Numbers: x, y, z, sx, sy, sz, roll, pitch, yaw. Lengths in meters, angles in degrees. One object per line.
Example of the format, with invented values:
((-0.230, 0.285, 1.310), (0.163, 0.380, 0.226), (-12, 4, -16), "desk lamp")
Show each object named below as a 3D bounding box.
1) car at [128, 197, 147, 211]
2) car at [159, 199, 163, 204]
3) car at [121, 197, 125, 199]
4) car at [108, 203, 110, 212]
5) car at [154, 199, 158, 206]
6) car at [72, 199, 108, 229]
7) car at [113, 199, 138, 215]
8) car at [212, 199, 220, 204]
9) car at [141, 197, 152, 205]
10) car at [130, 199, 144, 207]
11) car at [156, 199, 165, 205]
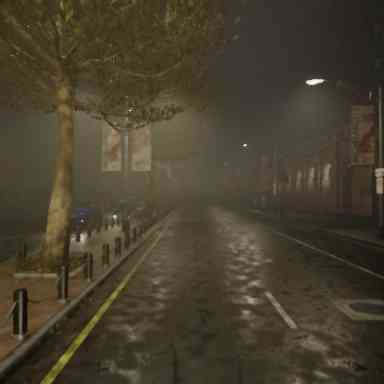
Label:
((-8.162, 1.816, 52.075), (2.150, 2.045, 5.566), (0, -1, 0), "car")
((-8.103, 2.359, 73.665), (1.812, 1.442, 4.674), (0, -1, 0), "car")
((-11.643, 1.888, 59.250), (2.150, 2.045, 5.566), (0, 0, 0), "car")
((-13.199, 1.872, 45.601), (2.097, 1.767, 4.553), (0, -1, 20), "car")
((-8.112, 2.213, 63.645), (2.128, 1.511, 4.902), (0, -1, 1), "car")
((-8.134, 1.501, 24.361), (2.150, 2.045, 5.566), (0, -1, 0), "car")
((-8.149, 1.986, 40.483), (1.812, 1.442, 4.674), (0, -1, 0), "car")
((6.622, 2.623, 90.933), (1.895, 1.301, 4.718), (0, -1, 0), "car")
((-11.620, 2.192, 85.716), (2.150, 2.045, 5.566), (0, -1, 0), "car")
((-11.598, 2.326, 70.591), (2.128, 1.511, 4.902), (0, -1, 0), "car")
((-8.120, 2.494, 86.198), (1.812, 1.442, 4.674), (0, -1, 0), "car")
